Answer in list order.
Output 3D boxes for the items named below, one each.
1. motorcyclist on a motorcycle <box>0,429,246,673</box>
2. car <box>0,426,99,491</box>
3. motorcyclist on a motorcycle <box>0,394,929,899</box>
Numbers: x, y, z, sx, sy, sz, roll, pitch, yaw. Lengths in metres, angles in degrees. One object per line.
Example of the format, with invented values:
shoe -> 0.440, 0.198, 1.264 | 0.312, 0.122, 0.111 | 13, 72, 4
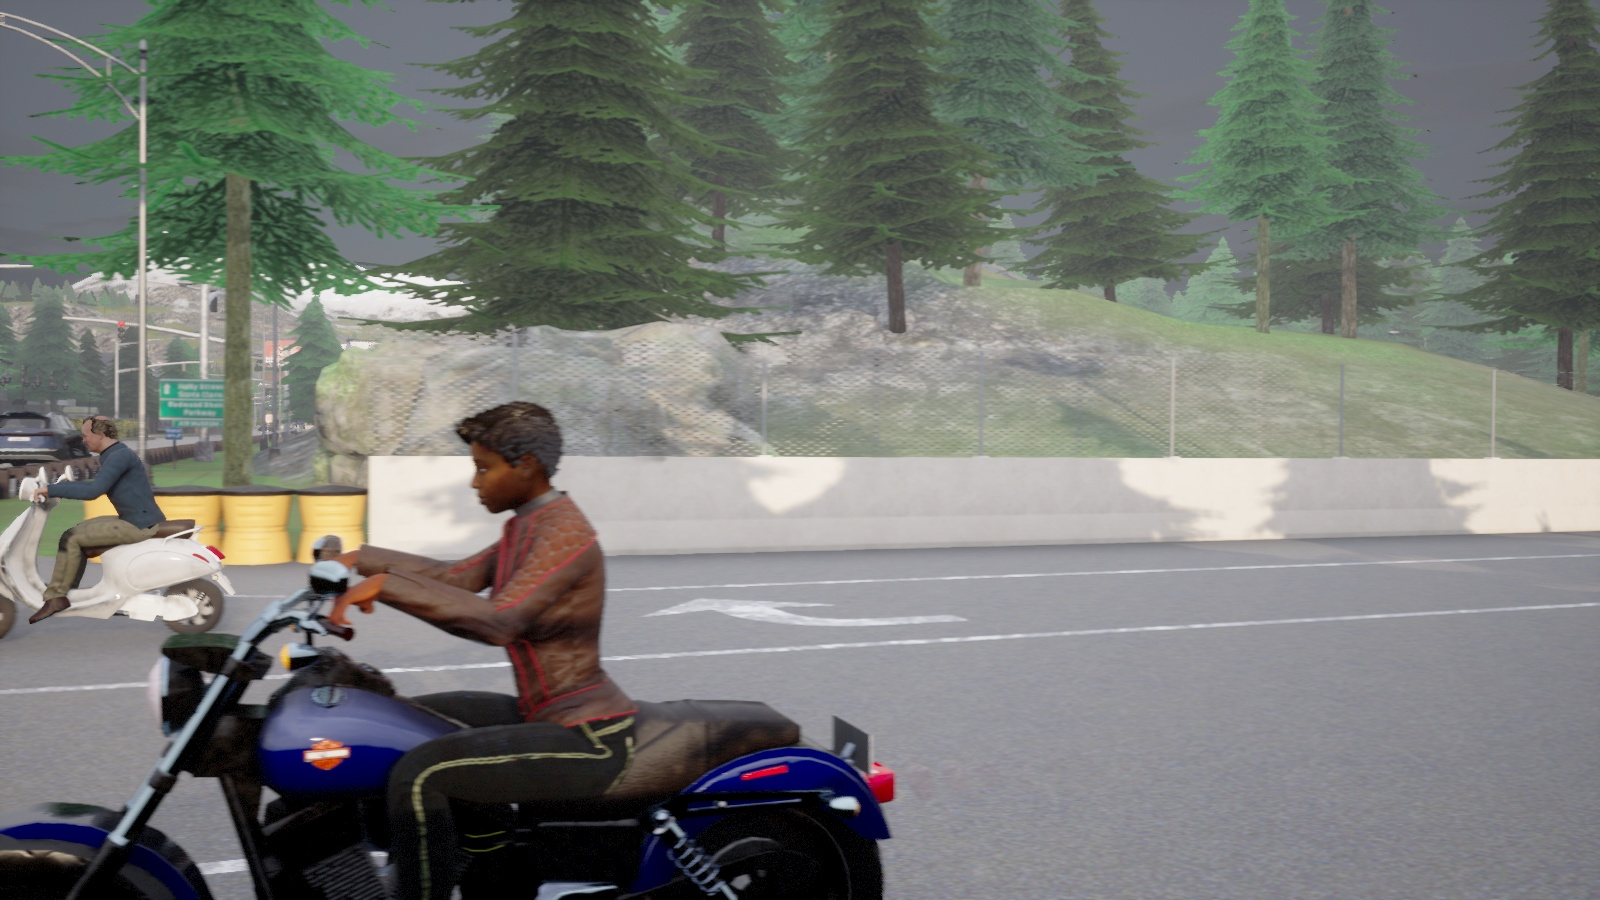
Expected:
motorcyclist on a motorcycle -> -4.944, 0.661, 8.856 | 1.817, 1.590, 0.866 | -1, 1, -20
car -> -20.886, 0.196, 34.544 | 2.033, 1.649, 4.856 | -1, 1, -20
motorcyclist on a motorcycle -> -0.937, 0.711, 2.883 | 2.350, 1.649, 0.766 | -1, 1, -21
